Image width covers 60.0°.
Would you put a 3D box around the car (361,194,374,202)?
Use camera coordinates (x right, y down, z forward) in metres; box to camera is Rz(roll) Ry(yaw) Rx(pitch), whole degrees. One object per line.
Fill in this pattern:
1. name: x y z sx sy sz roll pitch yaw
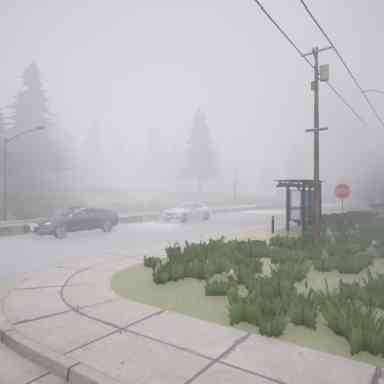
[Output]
1. car: 40.426 1.355 76.462 2.097 1.767 4.553 0 0 36

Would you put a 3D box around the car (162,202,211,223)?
1. car: -0.311 1.526 25.839 1.812 1.442 4.674 0 0 36

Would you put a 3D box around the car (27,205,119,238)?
1. car: -6.157 1.492 17.766 2.128 1.511 4.902 0 0 36
